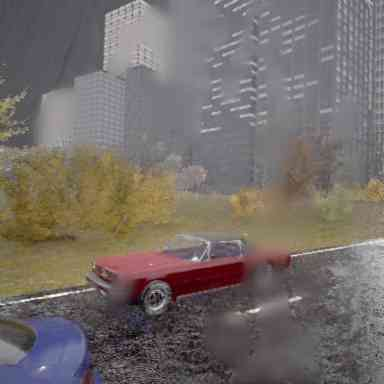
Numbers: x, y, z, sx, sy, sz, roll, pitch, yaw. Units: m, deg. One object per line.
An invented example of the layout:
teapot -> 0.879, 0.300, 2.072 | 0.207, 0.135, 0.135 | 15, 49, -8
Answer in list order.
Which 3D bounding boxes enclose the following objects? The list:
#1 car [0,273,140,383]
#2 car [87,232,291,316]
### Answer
car -> -2.810, 1.536, 1.697 | 4.674, 1.442, 1.812 | 0, -1, -35
car -> 0.087, 1.654, 7.741 | 4.718, 1.301, 1.895 | 0, -1, -35
